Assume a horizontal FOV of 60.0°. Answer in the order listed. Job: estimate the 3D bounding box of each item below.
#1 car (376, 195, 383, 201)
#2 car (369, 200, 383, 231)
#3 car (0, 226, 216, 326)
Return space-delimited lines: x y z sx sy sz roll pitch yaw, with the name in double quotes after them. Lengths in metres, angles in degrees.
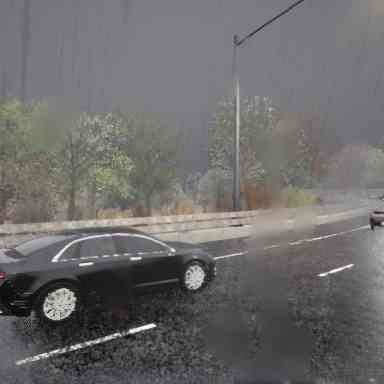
46.299 1.498 80.229 1.837 1.490 4.892 0 0 4 "car"
12.100 1.491 19.859 2.128 1.511 4.902 0 0 42 "car"
-1.659 1.505 7.128 4.892 1.490 1.837 0 0 -37 "car"
